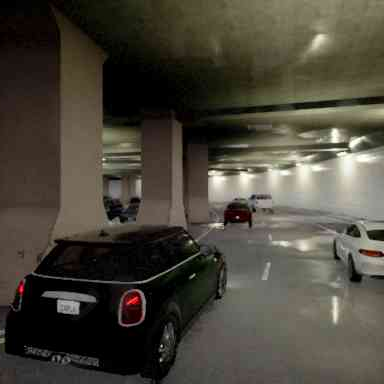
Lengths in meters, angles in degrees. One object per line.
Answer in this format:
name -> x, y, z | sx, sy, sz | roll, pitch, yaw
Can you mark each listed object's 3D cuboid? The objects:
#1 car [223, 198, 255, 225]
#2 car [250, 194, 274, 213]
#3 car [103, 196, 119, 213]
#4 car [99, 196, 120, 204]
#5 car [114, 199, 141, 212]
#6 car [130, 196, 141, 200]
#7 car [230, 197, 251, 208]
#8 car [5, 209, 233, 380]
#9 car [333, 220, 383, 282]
car -> 3.282, 1.477, 23.922 | 1.882, 1.535, 5.008 | 0, 0, 8
car -> 7.540, 1.221, 37.092 | 2.150, 2.045, 5.566 | 0, 0, -1
car -> -7.072, 1.351, 27.266 | 2.097, 1.767, 4.553 | 0, 0, 5
car -> -16.723, 1.543, 67.084 | 4.674, 1.442, 1.812 | 0, 0, 43
car -> -3.872, 1.525, 24.683 | 1.812, 1.442, 4.674 | 0, 0, 7
car -> -10.595, 1.562, 65.248 | 1.994, 1.385, 4.181 | 0, 0, -35
car -> 6.901, 1.525, 47.791 | 1.812, 1.442, 4.674 | 0, 0, -8
car -> -0.790, 1.352, 5.878 | 2.097, 1.767, 4.553 | 0, 0, 18
car -> 5.197, 1.526, 9.355 | 1.812, 1.442, 4.674 | 0, 0, 16
